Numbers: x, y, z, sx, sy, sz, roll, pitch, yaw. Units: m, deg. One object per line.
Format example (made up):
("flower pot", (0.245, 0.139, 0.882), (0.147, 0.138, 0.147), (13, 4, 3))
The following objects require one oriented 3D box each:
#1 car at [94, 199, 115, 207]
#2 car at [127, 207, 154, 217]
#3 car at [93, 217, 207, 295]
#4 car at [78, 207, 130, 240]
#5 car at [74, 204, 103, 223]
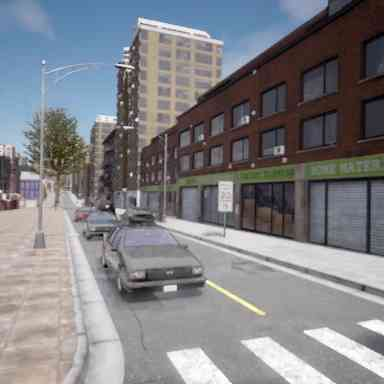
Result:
("car", (-11.037, 1.959, 41.949), (2.150, 2.045, 5.566), (1, -2, -21))
("car", (-4.042, 1.893, 24.153), (1.837, 1.490, 4.892), (1, -1, -21))
("car", (-1.420, 1.654, 9.426), (2.033, 1.411, 5.357), (1, -1, -22))
("car", (-5.177, 1.803, 18.983), (2.033, 1.411, 5.357), (1, -1, -21))
("car", (-9.676, 2.032, 30.418), (1.994, 1.385, 4.181), (1, -2, -22))
